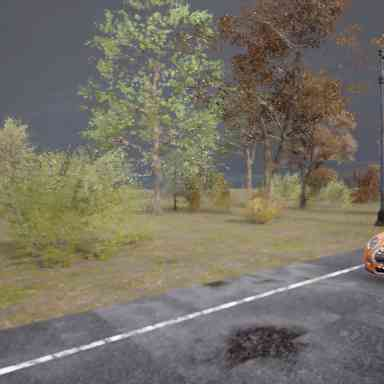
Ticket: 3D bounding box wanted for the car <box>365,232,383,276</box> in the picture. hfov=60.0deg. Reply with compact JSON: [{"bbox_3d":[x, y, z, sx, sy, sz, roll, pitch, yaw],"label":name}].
[{"bbox_3d":[6.600,1.262,8.940,4.553,1.767,2.097,-1,0,-37],"label":"car"}]
